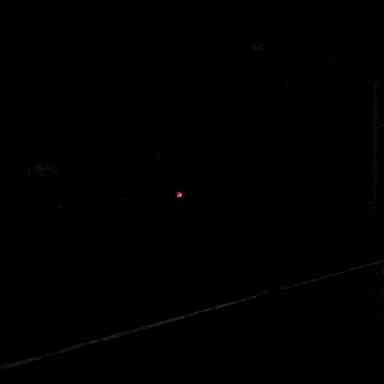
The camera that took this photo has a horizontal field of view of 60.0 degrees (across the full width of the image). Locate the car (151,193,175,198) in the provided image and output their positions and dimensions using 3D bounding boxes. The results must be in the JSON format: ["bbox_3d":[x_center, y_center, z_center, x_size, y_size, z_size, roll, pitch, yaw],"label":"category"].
[{"bbox_3d":[-3.184,1.205,41.660,2.150,2.045,5.566,0,0,-38],"label":"car"}]

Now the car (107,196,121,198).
[{"bbox_3d":[-12.622,1.124,54.010,1.812,1.442,4.674,0,0,-38],"label":"car"}]
